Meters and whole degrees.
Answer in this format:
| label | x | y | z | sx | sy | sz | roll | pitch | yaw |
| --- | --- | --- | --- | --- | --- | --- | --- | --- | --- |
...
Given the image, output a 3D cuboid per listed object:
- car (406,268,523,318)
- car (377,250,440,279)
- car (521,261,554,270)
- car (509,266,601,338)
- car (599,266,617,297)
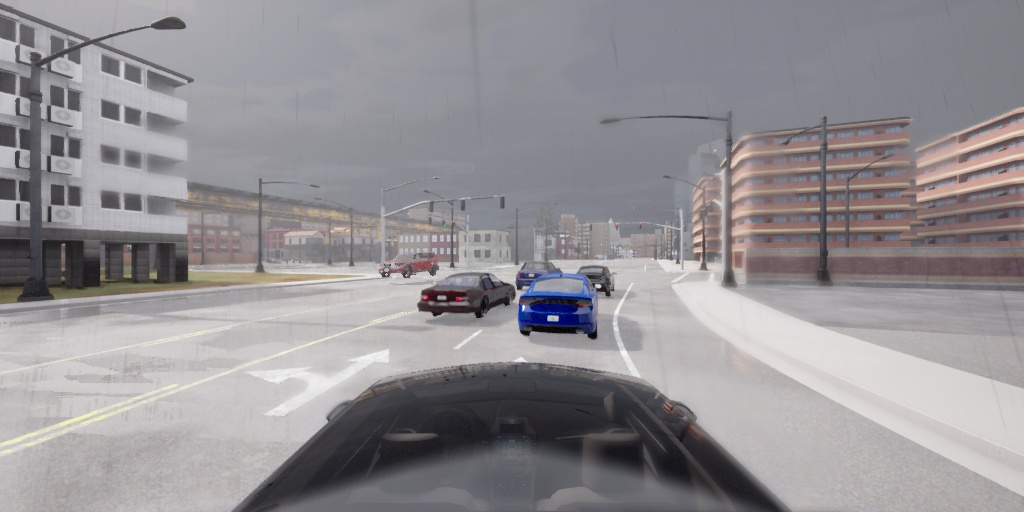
| label | x | y | z | sx | sy | sz | roll | pitch | yaw |
| --- | --- | --- | --- | --- | --- | --- | --- | --- | --- |
| car | -1.376 | 1.297 | 13.108 | 2.033 | 1.411 | 5.357 | 0 | 0 | 17 |
| car | -7.657 | 0.590 | 27.225 | 2.150 | 2.045 | 5.566 | 0 | 0 | 21 |
| car | 1.822 | 1.102 | 22.132 | 2.097 | 1.767 | 4.553 | 0 | 0 | 20 |
| car | 1.501 | 1.228 | 10.319 | 1.882 | 1.535 | 5.008 | 0 | 0 | 14 |
| car | 4.447 | 1.255 | 19.236 | 1.837 | 1.490 | 4.892 | 0 | 0 | 19 |
